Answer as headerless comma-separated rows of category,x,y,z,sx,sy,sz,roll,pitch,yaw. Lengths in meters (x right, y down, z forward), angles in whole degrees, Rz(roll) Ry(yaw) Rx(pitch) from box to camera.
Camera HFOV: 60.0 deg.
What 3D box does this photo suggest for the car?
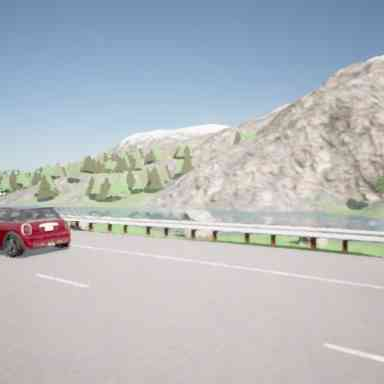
car,-6.795,1.286,12.689,4.553,1.767,2.097,0,1,31
